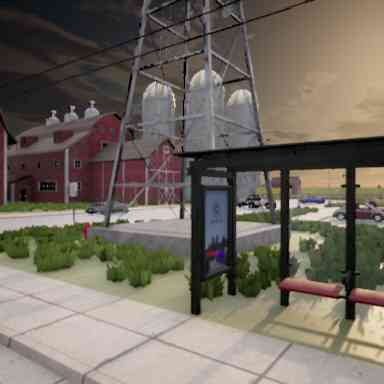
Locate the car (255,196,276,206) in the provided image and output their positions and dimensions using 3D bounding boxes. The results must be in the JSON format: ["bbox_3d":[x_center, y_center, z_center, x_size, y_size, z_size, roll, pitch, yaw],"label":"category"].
[{"bbox_3d":[12.295,1.437,55.398,1.837,1.490,4.892,0,0,34],"label":"car"}]

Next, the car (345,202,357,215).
[{"bbox_3d":[13.054,1.508,25.621,3.905,1.438,1.784,0,0,35],"label":"car"}]

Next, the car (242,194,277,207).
[{"bbox_3d":[9.009,1.259,43.373,3.866,1.878,1.905,0,0,35],"label":"car"}]

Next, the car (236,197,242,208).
[{"bbox_3d":[6.731,1.481,47.178,2.033,1.411,5.357,0,0,35],"label":"car"}]

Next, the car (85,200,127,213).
[{"bbox_3d":[-8.118,1.487,31.936,1.994,1.385,4.181,0,0,34],"label":"car"}]
